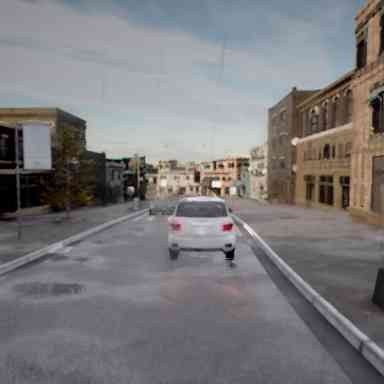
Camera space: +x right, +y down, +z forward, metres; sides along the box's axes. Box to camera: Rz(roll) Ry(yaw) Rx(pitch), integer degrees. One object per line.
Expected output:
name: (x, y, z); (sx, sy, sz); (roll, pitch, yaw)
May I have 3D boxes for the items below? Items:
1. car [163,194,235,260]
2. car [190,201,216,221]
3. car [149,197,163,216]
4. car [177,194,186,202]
car: (0.391, 1.202, 12.576); (2.150, 2.045, 5.566); (0, 0, 2)
car: (0.876, 1.501, 28.226); (2.033, 1.411, 5.357); (0, 0, 1)
car: (-2.781, 1.297, 31.361); (2.097, 1.767, 4.553); (0, 0, 1)
car: (-2.197, 1.312, 72.702); (1.837, 1.490, 4.892); (0, 0, 1)
